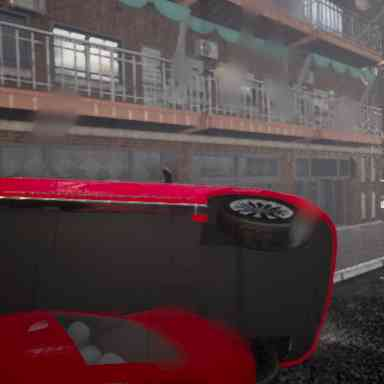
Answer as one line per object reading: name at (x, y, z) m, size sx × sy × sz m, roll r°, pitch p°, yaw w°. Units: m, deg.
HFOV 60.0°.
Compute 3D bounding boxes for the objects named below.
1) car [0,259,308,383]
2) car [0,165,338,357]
car at (-1.582, 1.557, 1.747) m, size 4.507 × 1.381 × 1.887 m, roll -2°, pitch 1°, yaw -36°
car at (-1.174, 0.920, 4.147) m, size 5.566 × 2.150 × 2.045 m, roll 2°, pitch 15°, yaw -7°
